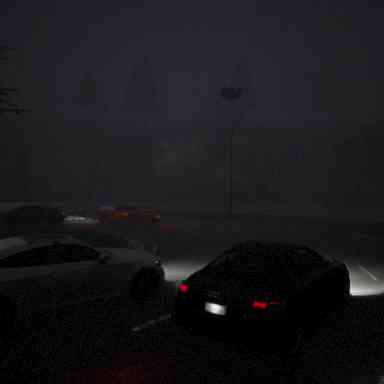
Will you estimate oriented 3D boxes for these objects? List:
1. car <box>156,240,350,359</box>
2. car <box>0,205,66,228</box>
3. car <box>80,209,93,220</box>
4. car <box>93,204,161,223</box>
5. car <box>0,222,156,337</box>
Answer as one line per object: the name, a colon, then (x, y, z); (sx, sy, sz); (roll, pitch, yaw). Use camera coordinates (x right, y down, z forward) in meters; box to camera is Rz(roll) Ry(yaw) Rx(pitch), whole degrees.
car: (1.542, 1.621, 6.259); (1.994, 1.385, 4.181); (0, 0, 37)
car: (-11.147, 1.631, 22.611); (4.892, 1.490, 1.837); (0, -3, -6)
car: (-7.180, 1.746, 29.701); (5.357, 1.411, 2.033); (0, -1, 8)
car: (-4.762, 1.654, 25.425); (5.008, 1.535, 1.882); (0, -1, 24)
car: (-2.704, 1.565, 6.554); (4.674, 1.442, 1.812); (0, 0, -43)
